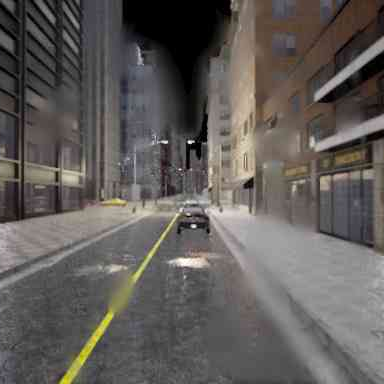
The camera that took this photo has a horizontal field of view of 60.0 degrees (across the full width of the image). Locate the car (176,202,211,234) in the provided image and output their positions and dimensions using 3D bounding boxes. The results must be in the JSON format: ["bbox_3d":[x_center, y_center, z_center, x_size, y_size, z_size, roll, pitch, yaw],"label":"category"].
[{"bbox_3d":[0.093,1.570,19.930,1.837,1.490,4.892,0,0,0],"label":"car"}]

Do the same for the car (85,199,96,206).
[{"bbox_3d":[-19.868,1.944,60.913,4.507,1.381,1.887,-1,0,0],"label":"car"}]

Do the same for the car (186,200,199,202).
[{"bbox_3d":[0.088,1.604,36.441,2.128,1.511,4.902,0,0,0],"label":"car"}]

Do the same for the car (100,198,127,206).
[{"bbox_3d":[-14.414,1.870,60.946,4.829,1.417,1.752,-1,0,0],"label":"car"}]
